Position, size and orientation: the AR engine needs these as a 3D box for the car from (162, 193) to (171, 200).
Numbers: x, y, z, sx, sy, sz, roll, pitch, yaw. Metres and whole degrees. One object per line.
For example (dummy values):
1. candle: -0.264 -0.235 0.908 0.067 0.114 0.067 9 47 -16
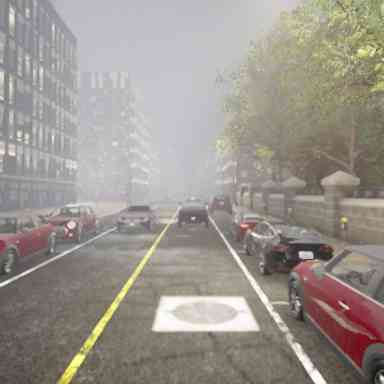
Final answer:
1. car: -5.767 0.940 75.276 1.967 1.590 4.097 1 0 0

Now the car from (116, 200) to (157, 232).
1. car: -3.121 1.410 19.571 1.812 1.442 4.674 0 0 0

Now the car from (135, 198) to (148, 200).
1. car: -5.725 1.322 37.333 2.008 1.369 4.403 1 0 0

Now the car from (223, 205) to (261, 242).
1. car: 2.680 1.493 15.424 1.802 1.307 4.206 1 0 0

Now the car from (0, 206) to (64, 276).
1. car: -5.692 1.383 9.962 1.967 1.590 4.097 1 0 0

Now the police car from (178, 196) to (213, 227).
1. police car: 0.076 1.296 21.876 1.930 1.638 5.238 0 1 0

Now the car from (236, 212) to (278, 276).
1. car: 2.687 1.509 9.947 1.947 1.339 4.313 1 0 0

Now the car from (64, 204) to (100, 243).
1. car: -5.699 1.350 15.436 1.967 1.590 4.097 1 0 0

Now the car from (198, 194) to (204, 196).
1. car: 0.054 1.308 39.092 2.033 1.411 5.357 0 0 0

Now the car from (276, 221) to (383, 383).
1. car: 2.694 1.415 4.466 1.967 1.590 4.097 1 0 0

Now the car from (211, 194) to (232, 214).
1. car: 2.664 1.122 31.859 2.192 1.841 5.009 1 0 0
